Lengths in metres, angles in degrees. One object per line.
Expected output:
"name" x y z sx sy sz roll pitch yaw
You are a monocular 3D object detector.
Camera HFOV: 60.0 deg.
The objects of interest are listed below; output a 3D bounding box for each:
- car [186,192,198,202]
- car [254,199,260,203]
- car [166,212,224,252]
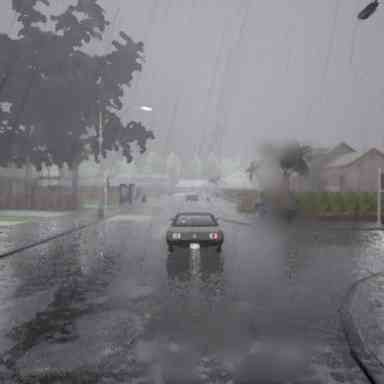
"car" 0.003 0.748 54.536 1.882 1.535 5.008 0 1 0
"car" 8.886 0.912 33.138 5.357 1.415 2.033 0 1 3
"car" 0.100 1.426 12.969 1.895 1.301 4.718 0 1 0
